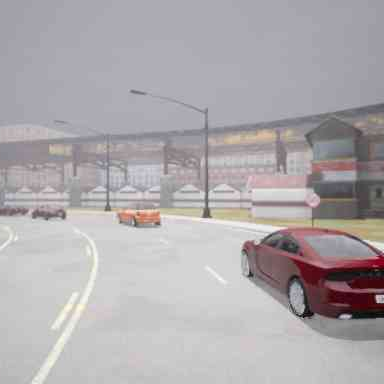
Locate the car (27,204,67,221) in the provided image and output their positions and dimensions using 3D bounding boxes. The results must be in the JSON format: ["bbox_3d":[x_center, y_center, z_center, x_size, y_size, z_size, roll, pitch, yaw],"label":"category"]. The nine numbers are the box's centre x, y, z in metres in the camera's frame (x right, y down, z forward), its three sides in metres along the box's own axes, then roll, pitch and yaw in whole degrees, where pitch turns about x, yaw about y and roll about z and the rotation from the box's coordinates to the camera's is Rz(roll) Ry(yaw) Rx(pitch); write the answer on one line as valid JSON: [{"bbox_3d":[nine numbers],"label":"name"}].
[{"bbox_3d":[-13.604,1.907,31.698,4.674,1.442,1.812,-1,-1,43],"label":"car"}]

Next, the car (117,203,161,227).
[{"bbox_3d":[-4.218,1.650,25.762,2.097,1.767,4.553,0,-1,-31],"label":"car"}]

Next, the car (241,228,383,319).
[{"bbox_3d":[2.635,1.561,7.707,1.882,1.535,5.008,0,-1,-9],"label":"car"}]

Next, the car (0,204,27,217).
[{"bbox_3d":[-20.904,2.064,37.848,4.718,1.301,1.895,0,-1,27],"label":"car"}]
